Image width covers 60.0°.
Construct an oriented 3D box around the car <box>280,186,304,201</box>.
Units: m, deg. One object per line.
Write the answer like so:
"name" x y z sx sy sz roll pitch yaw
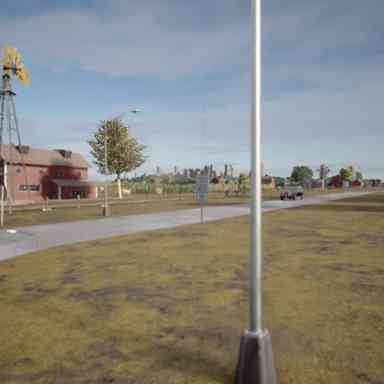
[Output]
"car" 14.892 0.179 49.197 2.150 2.045 5.566 1 2 36
